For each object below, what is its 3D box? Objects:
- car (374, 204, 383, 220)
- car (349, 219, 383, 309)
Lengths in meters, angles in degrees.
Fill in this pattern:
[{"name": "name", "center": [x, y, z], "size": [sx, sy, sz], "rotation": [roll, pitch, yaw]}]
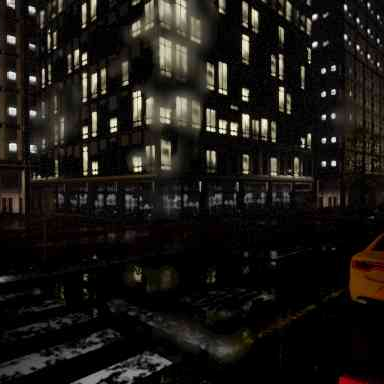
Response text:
[{"name": "car", "center": [15.563, 1.405, 25.652], "size": [1.967, 1.590, 4.097], "rotation": [-1, 0, 45]}, {"name": "car", "center": [5.055, 1.470, 7.070], "size": [1.882, 1.535, 5.008], "rotation": [0, 0, 45]}]
